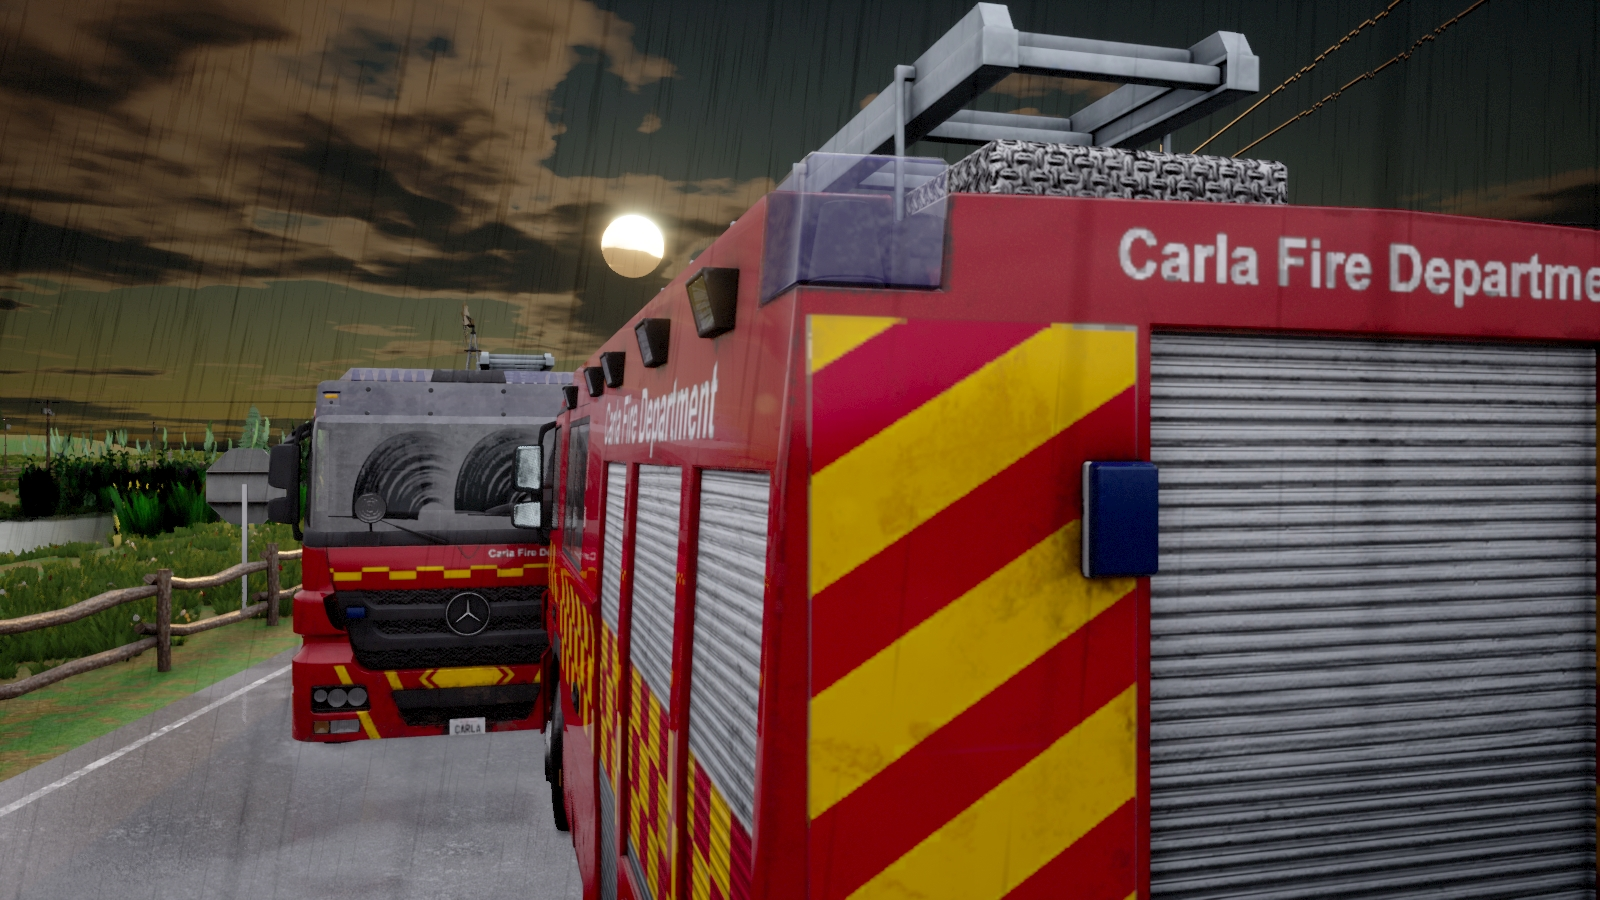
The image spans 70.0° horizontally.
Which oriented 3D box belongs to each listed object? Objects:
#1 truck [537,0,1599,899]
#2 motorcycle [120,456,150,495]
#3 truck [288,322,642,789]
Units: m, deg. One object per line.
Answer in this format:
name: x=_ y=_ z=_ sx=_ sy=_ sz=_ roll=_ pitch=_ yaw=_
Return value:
truck: x=0.088 y=0.867 z=6.873 sx=2.891 sy=3.827 sz=8.468 roll=0 pitch=0 yaw=-15
motorcycle: x=-41.398 y=1.577 z=71.111 sx=0.803 sy=2.348 sz=2.033 roll=0 pitch=0 yaw=-4
truck: x=-3.922 y=0.862 z=13.835 sx=2.891 sy=3.827 sz=8.468 roll=0 pitch=0 yaw=-15
